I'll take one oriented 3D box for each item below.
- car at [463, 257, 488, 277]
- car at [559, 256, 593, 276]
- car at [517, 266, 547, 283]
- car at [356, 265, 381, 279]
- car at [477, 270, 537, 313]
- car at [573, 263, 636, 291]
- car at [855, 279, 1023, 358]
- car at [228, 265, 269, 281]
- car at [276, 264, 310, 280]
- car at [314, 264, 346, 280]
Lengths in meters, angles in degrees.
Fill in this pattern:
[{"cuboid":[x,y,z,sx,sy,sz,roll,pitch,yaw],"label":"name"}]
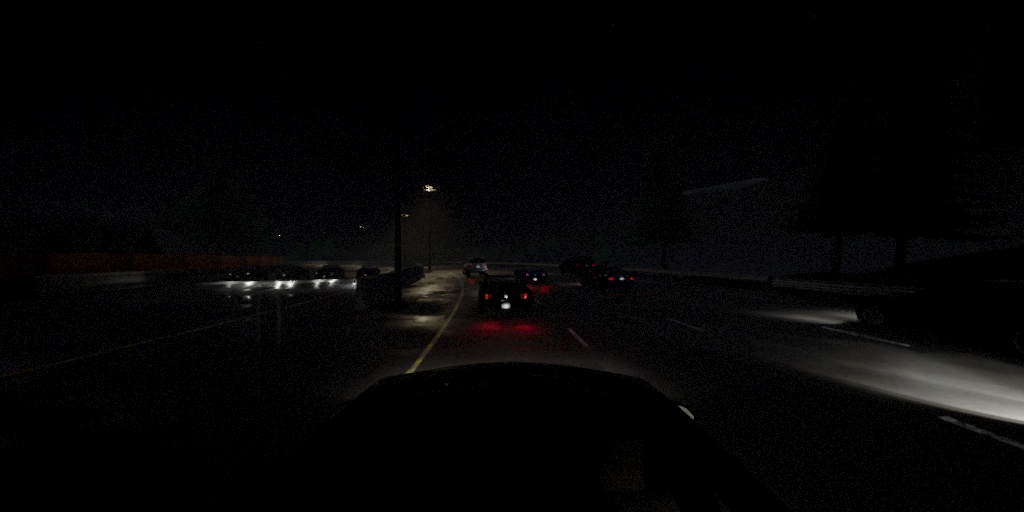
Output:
[{"cuboid":[-4.050,1.144,38.871,2.150,2.045,5.566,0,0,-14],"label":"car"},{"cuboid":[6.869,1.068,38.308,2.150,2.045,5.566,0,0,-12],"label":"car"},{"cuboid":[1.364,1.447,28.972,1.895,1.301,4.718,0,0,-10],"label":"car"},{"cuboid":[-14.754,1.586,37.040,1.895,1.301,4.718,0,0,-13],"label":"car"},{"cuboid":[-0.378,1.402,14.315,1.895,1.301,4.718,0,0,-4],"label":"car"},{"cuboid":[5.832,1.339,22.577,2.033,1.411,5.357,0,0,-7],"label":"car"},{"cuboid":[10.446,1.230,7.922,1.812,1.442,4.674,0,0,-2],"label":"car"},{"cuboid":[-24.836,1.567,34.016,1.812,1.442,4.674,0,0,-13],"label":"car"},{"cuboid":[-21.587,1.517,35.463,2.128,1.511,4.902,0,0,-13],"label":"car"},{"cuboid":[-18.076,1.551,35.950,2.033,1.411,5.357,0,0,-13],"label":"car"}]
